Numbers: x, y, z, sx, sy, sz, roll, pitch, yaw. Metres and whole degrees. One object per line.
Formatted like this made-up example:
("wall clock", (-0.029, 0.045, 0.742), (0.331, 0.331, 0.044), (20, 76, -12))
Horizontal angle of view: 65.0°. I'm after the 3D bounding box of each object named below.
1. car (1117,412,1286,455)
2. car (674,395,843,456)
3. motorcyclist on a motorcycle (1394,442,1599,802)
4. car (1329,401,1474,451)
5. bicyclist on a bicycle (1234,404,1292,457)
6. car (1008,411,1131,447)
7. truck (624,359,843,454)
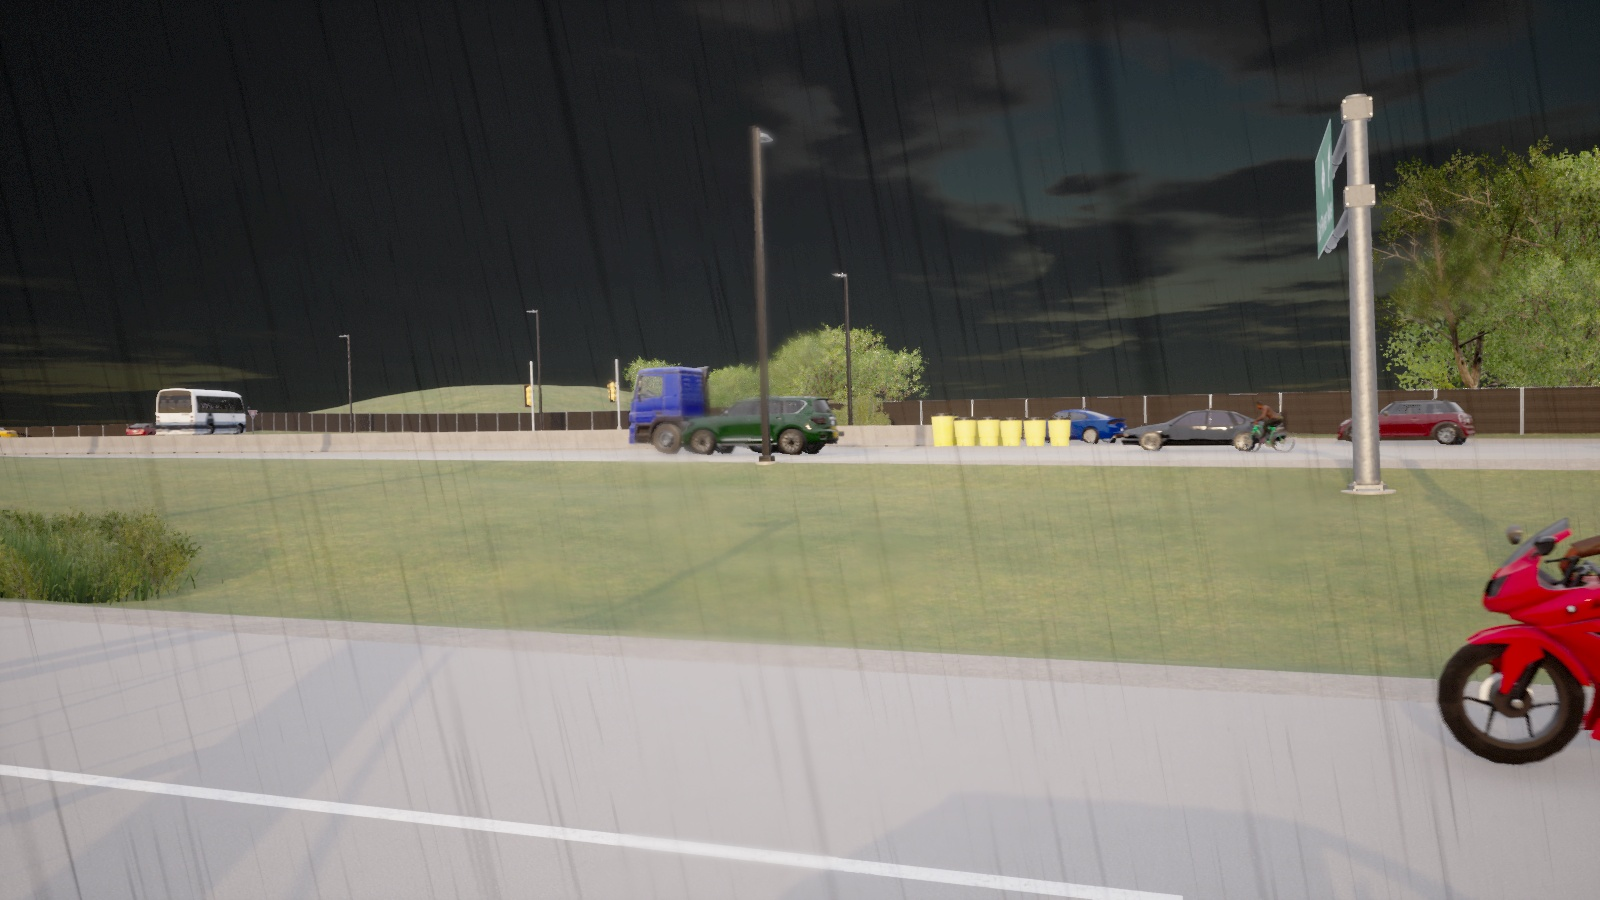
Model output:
("car", (13.628, -0.549, 42.752), (5.357, 1.411, 2.033), (0, 1, 19))
("car", (-1.467, -0.849, 44.305), (5.566, 2.045, 2.150), (0, 1, 19))
("motorcyclist on a motorcycle", (3.829, 0.732, 5.598), (2.044, 1.523, 0.797), (0, 1, 19))
("car", (22.466, -0.892, 46.969), (4.553, 1.767, 2.097), (1, 2, 37))
("bicyclist on a bicycle", (14.299, -0.592, 38.811), (1.656, 1.620, 0.582), (0, 1, 19))
("car", (11.869, -0.938, 55.509), (5.008, 1.535, 1.882), (1, 2, 40))
("truck", (-2.560, -1.602, 48.383), (7.936, 3.462, 2.891), (0, 1, 19))
